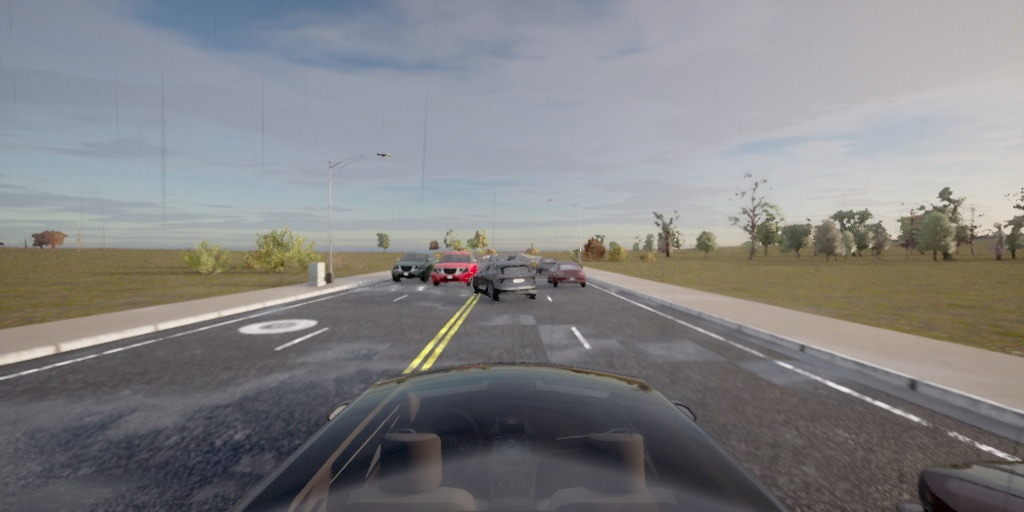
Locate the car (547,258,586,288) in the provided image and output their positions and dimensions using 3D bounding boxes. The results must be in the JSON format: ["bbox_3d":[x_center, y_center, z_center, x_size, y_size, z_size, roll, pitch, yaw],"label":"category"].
[{"bbox_3d":[3.246,1.057,21.629,1.812,1.442,4.674,0,1,0],"label":"car"}]

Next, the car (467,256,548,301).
[{"bbox_3d":[-0.414,1.021,16.344,2.033,1.649,4.856,-3,2,-19],"label":"car"}]

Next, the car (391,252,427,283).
[{"bbox_3d":[-6.601,0.712,25.106,2.150,2.045,5.566,0,1,0],"label":"car"}]

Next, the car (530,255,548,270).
[{"bbox_3d":[3.241,0.734,43.817,1.801,1.575,5.366,0,1,0],"label":"car"}]

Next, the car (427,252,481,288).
[{"bbox_3d":[-3.349,0.748,22.075,2.150,2.045,5.566,0,1,0],"label":"car"}]
